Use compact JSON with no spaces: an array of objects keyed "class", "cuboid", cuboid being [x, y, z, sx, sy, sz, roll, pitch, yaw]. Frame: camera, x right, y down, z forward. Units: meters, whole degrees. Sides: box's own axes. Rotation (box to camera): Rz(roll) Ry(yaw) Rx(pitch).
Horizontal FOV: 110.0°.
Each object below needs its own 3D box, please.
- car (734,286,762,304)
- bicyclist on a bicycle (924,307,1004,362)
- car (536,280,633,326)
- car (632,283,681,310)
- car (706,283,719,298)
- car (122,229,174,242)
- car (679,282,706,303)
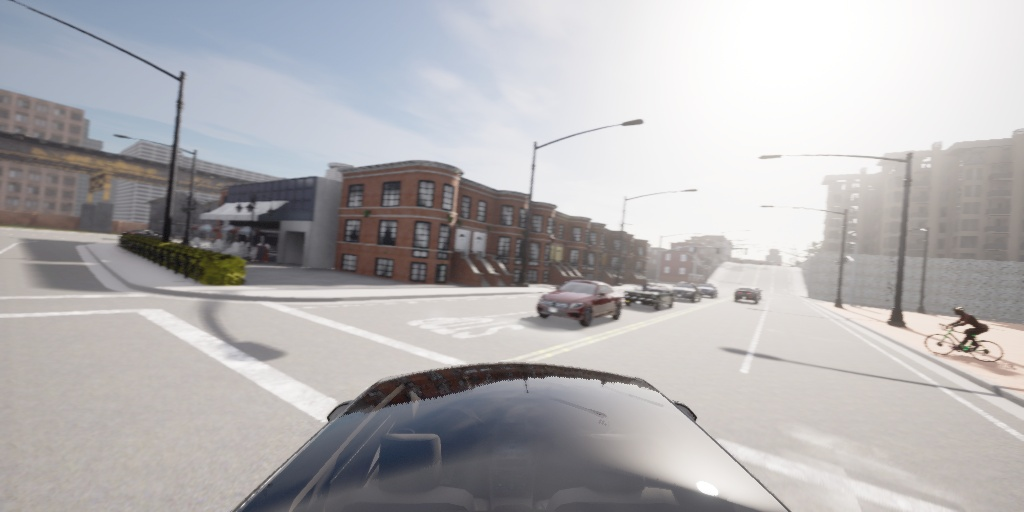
[{"class":"car","cuboid":[22.917,3.746,34.991,1.837,1.490,4.892,5,-1,37]},{"class":"bicyclist on a bicycle","cuboid":[14.492,2.485,11.496,1.656,1.620,0.582,6,0,36]},{"class":"car","cuboid":[2.732,1.640,13.536,1.812,1.442,4.674,5,-1,36]},{"class":"car","cuboid":[8.072,2.297,20.862,1.895,1.301,4.718,5,-1,37]},{"class":"car","cuboid":[20.218,3.544,37.379,1.812,1.442,4.674,5,-1,37]},{"class":"car","cuboid":[-44.840,-2.450,44.302,1.837,1.490,4.892,5,-1,9]},{"class":"car","cuboid":[14.101,2.878,29.076,1.812,1.442,4.674,5,-1,36]}]
